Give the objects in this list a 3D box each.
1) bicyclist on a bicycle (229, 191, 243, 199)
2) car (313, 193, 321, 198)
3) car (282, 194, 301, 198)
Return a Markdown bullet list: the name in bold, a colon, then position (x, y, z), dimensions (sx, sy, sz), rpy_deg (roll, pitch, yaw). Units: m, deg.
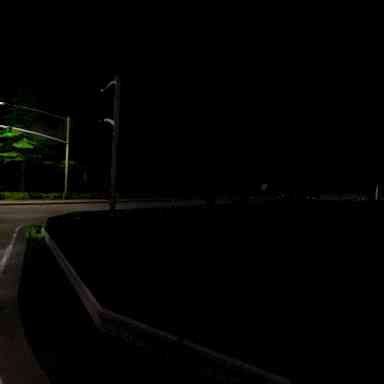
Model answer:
- **bicyclist on a bicycle**: position (4.401, 0.711, 31.863), dimensions (1.656, 1.620, 0.582), rpy_deg (41, 22, 28)
- **car**: position (22.158, 0.719, 60.685), dimensions (1.837, 1.490, 4.892), rpy_deg (5, 3, 37)
- **car**: position (15.664, 0.730, 52.125), dimensions (2.128, 1.511, 4.902), rpy_deg (5, 3, 37)
